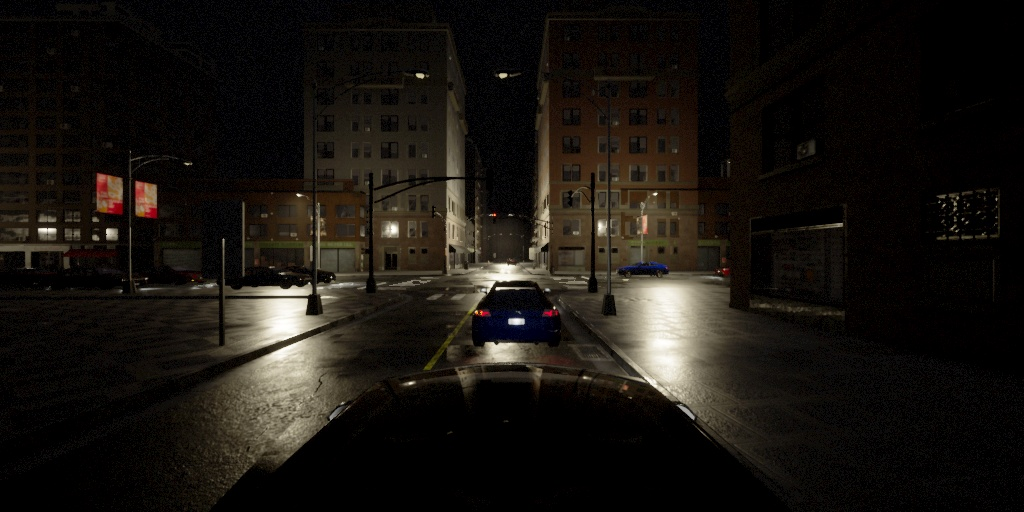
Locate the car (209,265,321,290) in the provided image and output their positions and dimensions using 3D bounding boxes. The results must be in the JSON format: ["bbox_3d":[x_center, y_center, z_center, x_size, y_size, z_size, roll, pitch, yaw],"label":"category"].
[{"bbox_3d":[-15.457,1.349,22.638,5.357,1.411,2.033,0,0,0],"label":"car"}]

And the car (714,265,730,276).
[{"bbox_3d":[20.900,1.224,32.758,4.181,1.385,1.994,0,0,0],"label":"car"}]

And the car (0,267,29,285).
[{"bbox_3d":[-34.811,1.471,25.802,4.718,1.301,1.895,0,0,0],"label":"car"}]

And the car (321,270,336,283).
[{"bbox_3d":[-15.043,1.364,25.889,4.181,1.385,1.994,0,0,0],"label":"car"}]

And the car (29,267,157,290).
[{"bbox_3d":[-26.249,1.391,22.589,5.357,1.411,2.033,0,0,0],"label":"car"}]

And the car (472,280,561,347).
[{"bbox_3d":[0.096,1.314,9.355,1.994,1.385,4.181,0,0,0],"label":"car"}]

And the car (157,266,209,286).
[{"bbox_3d":[-24.376,1.400,25.844,4.181,1.385,1.994,0,0,-1],"label":"car"}]

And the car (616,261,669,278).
[{"bbox_3d":[11.860,1.217,32.719,4.674,1.442,1.812,0,0,0],"label":"car"}]
